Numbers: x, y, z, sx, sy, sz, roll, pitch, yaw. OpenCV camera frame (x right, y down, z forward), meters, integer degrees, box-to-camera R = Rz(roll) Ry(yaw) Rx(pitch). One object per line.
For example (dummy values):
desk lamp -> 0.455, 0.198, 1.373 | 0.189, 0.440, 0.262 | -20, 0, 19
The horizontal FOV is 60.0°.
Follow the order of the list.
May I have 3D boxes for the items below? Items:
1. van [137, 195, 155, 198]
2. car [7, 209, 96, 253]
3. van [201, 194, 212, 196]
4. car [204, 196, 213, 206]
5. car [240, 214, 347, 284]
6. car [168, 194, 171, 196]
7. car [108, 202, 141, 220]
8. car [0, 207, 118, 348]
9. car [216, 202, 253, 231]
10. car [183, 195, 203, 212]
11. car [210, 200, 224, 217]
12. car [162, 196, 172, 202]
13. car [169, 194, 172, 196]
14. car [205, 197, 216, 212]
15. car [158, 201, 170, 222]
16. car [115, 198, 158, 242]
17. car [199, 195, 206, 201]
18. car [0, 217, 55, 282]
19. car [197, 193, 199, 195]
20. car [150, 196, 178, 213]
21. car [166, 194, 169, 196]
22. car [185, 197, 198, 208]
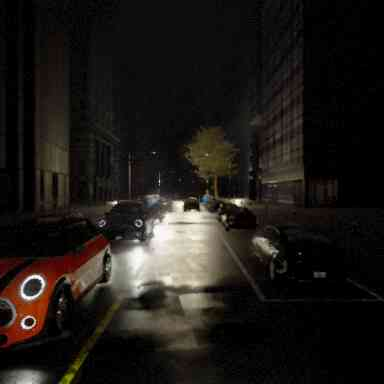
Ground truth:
van -> -5.786, 1.355, 39.750 | 1.690, 1.788, 3.998 | 0, 0, 0
car -> -5.771, 1.554, 14.352 | 2.008, 1.369, 4.403 | 0, 0, 0
van -> 2.730, 1.366, 56.723 | 1.690, 1.788, 3.998 | 0, 0, 0
car -> 2.739, 1.540, 41.026 | 1.752, 1.417, 4.829 | 0, 0, 0
car -> 2.757, 1.553, 9.361 | 2.008, 1.369, 4.403 | 0, 0, 0
car -> -5.800, 1.616, 66.816 | 1.802, 1.307, 4.206 | 0, 0, 0
car -> -5.779, 1.574, 28.924 | 1.947, 1.339, 4.313 | 0, 0, 0
car -> -3.076, 1.353, 6.604 | 2.097, 1.767, 4.553 | 0, 0, -1
car -> 2.750, 1.549, 20.251 | 1.887, 1.381, 4.507 | 0, 0, 0
car -> -0.020, 1.490, 38.223 | 1.882, 1.535, 5.008 | 0, 0, 0
car -> 2.748, 1.557, 25.695 | 2.008, 1.369, 4.403 | 0, 0, 0
car -> -5.806, 1.612, 77.643 | 1.947, 1.339, 4.313 | 0, 0, 0
car -> -5.803, 1.585, 72.230 | 1.887, 1.381, 4.507 | 0, 0, 0
car -> 2.742, 1.562, 35.567 | 2.008, 1.369, 4.403 | 0, 0, 0
car -> -3.102, 1.608, 26.229 | 1.895, 1.301, 4.718 | 0, 0, 0
car -> -3.097, 1.356, 16.348 | 2.097, 1.767, 4.553 | 0, 0, 0
car -> 2.719, 1.586, 88.629 | 1.752, 1.417, 4.829 | 0, 0, 0
car -> -5.768, 1.553, 9.360 | 2.008, 1.369, 4.403 | 0, 0, 0
car -> 2.721, 1.355, 72.590 | 2.192, 1.841, 5.009 | 0, 0, 0
car -> -3.073, 1.503, 36.554 | 2.128, 1.511, 4.902 | 0, 0, 0
car -> -5.797, 1.580, 61.404 | 2.008, 1.369, 4.403 | 0, 0, 0
car -> -0.022, 1.545, 49.062 | 1.812, 1.442, 4.674 | 0, 0, 0
